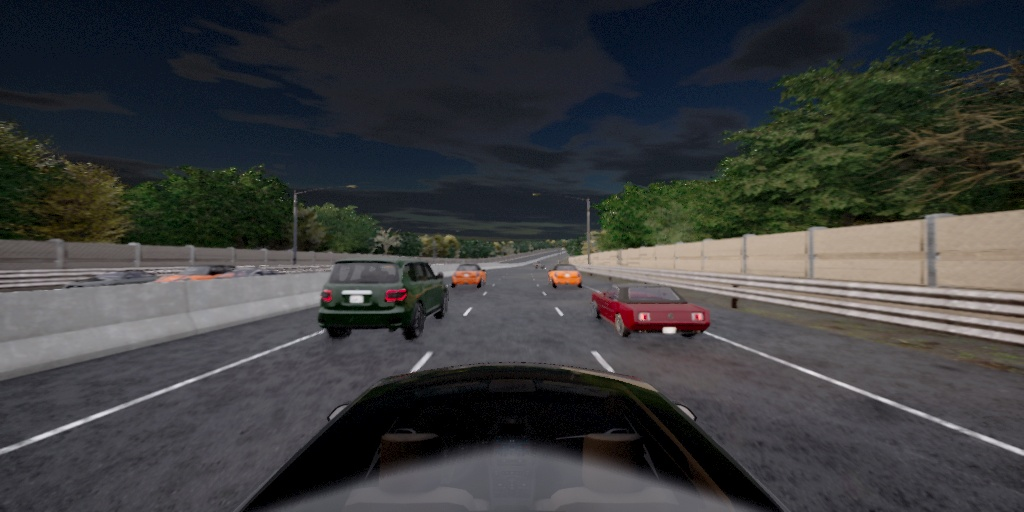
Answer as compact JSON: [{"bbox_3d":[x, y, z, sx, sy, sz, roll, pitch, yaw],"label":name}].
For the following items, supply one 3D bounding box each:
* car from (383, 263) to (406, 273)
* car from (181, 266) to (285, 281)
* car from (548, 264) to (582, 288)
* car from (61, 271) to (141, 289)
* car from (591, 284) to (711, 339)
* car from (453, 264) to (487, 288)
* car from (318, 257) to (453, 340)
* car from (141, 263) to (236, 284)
[{"bbox_3d":[-19.601,1.937,60.135,1.882,1.535,5.008,0,-1,3],"label":"car"},{"bbox_3d":[-13.965,1.415,18.894,2.128,1.511,4.902,0,-1,1],"label":"car"},{"bbox_3d":[3.879,1.388,26.932,2.097,1.767,4.553,0,-1,1],"label":"car"},{"bbox_3d":[-20.959,1.484,19.223,1.994,1.385,4.181,0,-1,1],"label":"car"},{"bbox_3d":[3.637,1.449,10.462,1.895,1.301,4.718,0,-1,0],"label":"car"},{"bbox_3d":[-3.121,1.380,26.967,2.097,1.767,4.553,0,-1,1],"label":"car"},{"bbox_3d":[-3.362,1.064,10.491,2.150,2.045,5.566,0,-1,0],"label":"car"},{"bbox_3d":[-17.441,1.287,20.288,2.097,1.767,4.553,0,-1,1],"label":"car"}]
